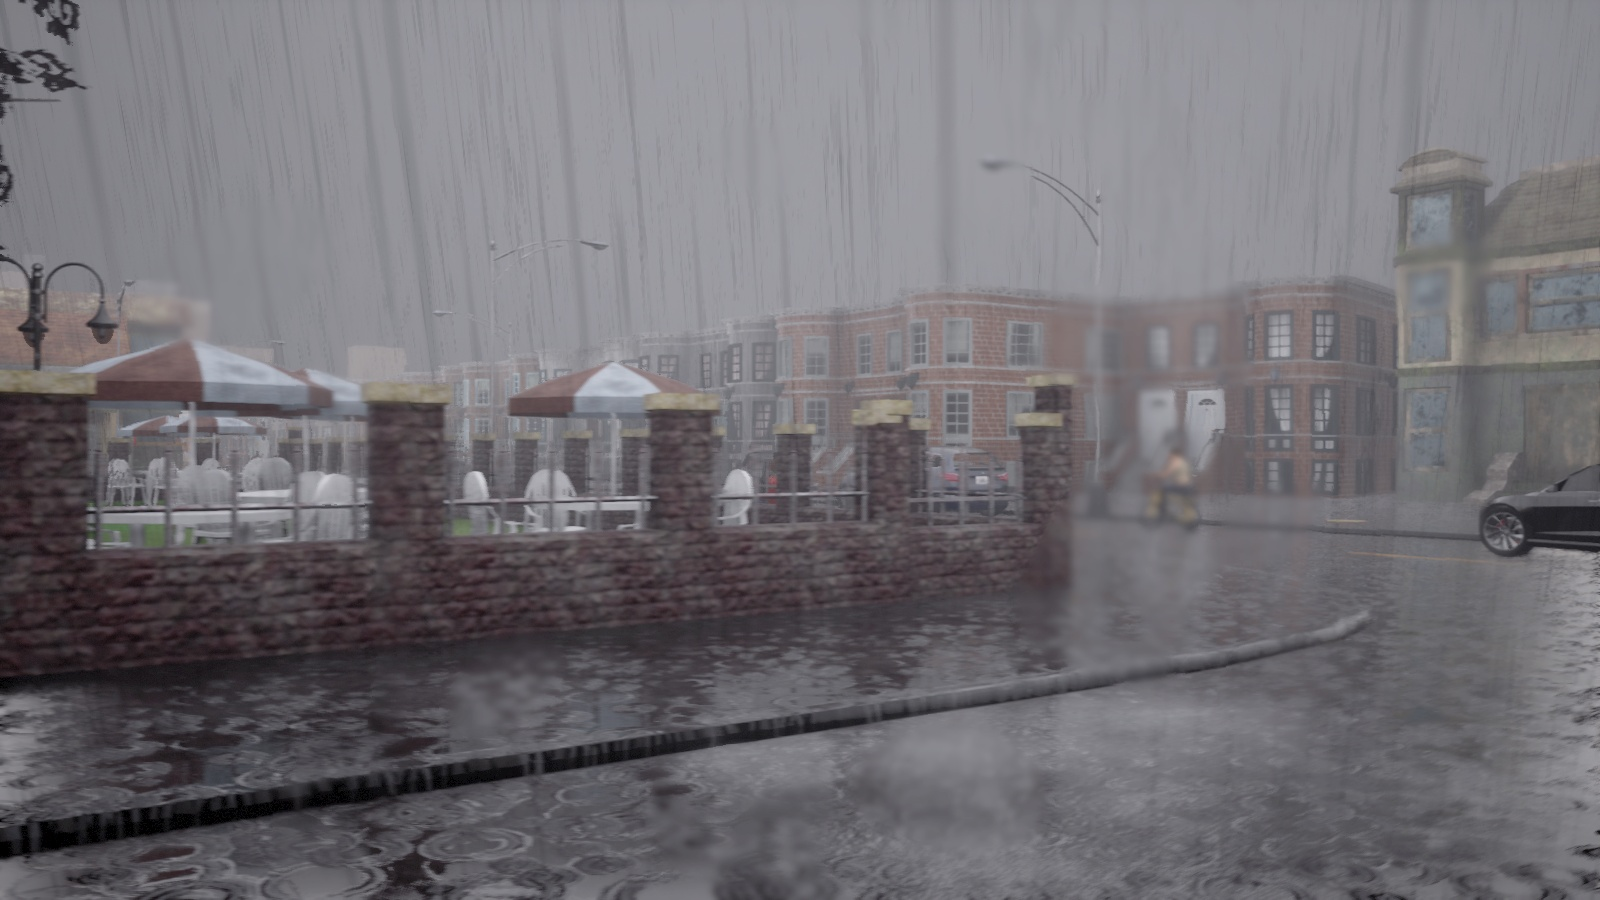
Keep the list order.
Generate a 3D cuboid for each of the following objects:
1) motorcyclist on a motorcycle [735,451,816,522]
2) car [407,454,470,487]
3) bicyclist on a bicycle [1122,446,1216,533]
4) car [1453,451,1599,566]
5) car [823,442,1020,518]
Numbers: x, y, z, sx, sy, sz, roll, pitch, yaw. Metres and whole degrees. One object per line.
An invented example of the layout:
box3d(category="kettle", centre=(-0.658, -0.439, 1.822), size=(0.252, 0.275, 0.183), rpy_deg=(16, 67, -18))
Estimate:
box3d(category="motorcyclist on a motorcycle", centre=(-0.572, 0.797, 28.012), size=(0.797, 1.523, 2.044), rpy_deg=(0, 0, -35))
box3d(category="car", centre=(-16.850, 0.929, 58.435), size=(1.837, 1.490, 4.892), rpy_deg=(0, 0, -28))
box3d(category="bicyclist on a bicycle", centre=(7.048, 0.725, 24.018), size=(0.866, 1.612, 1.509), rpy_deg=(0, 0, -34))
box3d(category="car", centre=(11.390, 0.763, 16.767), size=(2.163, 1.488, 4.792), rpy_deg=(0, 0, -12))
box3d(category="car", centre=(2.819, 0.658, 30.148), size=(2.242, 1.667, 4.611), rpy_deg=(0, 0, -35))
